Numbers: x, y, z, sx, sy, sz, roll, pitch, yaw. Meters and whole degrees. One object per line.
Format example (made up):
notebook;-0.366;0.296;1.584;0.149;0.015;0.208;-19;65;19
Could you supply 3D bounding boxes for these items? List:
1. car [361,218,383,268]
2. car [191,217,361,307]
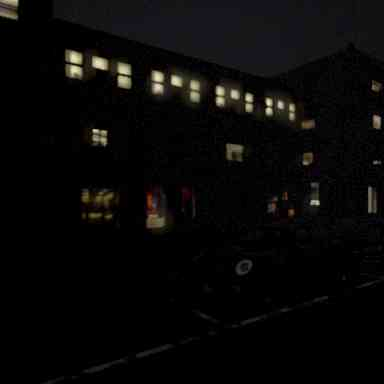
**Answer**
car;6.434;1.584;11.154;4.403;1.369;2.008;0;0;-36
car;1.939;1.457;7.947;4.097;1.590;1.967;0;0;-36
